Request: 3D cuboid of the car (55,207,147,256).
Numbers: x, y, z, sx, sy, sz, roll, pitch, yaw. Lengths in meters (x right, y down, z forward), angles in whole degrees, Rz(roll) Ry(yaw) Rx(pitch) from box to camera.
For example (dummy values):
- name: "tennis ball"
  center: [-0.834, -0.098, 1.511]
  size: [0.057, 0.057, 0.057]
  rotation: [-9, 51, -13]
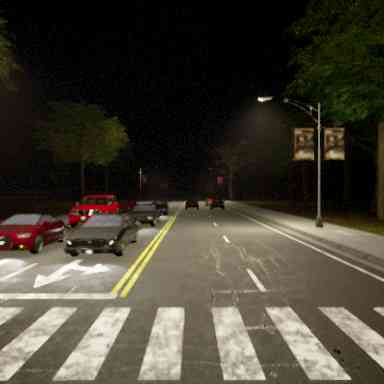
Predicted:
- name: "car"
  center: [-3.309, 1.546, 13.352]
  size: [2.033, 1.411, 5.357]
  rotation: [0, 0, 0]

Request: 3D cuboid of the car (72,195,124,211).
- name: "car"
  center: [-6.546, 1.219, 22.886]
  size: [2.150, 2.045, 5.566]
  rotation: [0, 0, 0]

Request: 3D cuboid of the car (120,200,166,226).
- name: "car"
  center: [-3.291, 1.545, 23.430]
  size: [2.033, 1.411, 5.357]
  rotation: [0, 0, 1]

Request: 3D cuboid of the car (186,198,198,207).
- name: "car"
  center: [0.014, 1.627, 53.664]
  size: [1.895, 1.301, 4.718]
  rotation: [0, 0, 0]

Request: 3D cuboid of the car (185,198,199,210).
- name: "car"
  center: [0.011, 1.558, 43.208]
  size: [2.033, 1.411, 5.357]
  rotation: [0, 0, 0]

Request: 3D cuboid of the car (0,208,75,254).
- name: "car"
  center: [-6.557, 1.562, 13.406]
  size: [1.994, 1.385, 4.181]
  rotation: [0, 0, 0]

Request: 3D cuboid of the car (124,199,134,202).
- name: "car"
  center: [-6.540, 1.479, 33.291]
  size: [1.882, 1.535, 5.008]
  rotation: [0, 0, 1]

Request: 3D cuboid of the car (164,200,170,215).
- name: "car"
  center: [-3.291, 1.549, 33.746]
  size: [2.033, 1.411, 5.357]
  rotation: [0, 0, 0]

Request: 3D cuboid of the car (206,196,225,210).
- name: "car"
  center: [3.261, 1.558, 43.209]
  size: [2.033, 1.411, 5.357]
  rotation: [0, 0, 0]
